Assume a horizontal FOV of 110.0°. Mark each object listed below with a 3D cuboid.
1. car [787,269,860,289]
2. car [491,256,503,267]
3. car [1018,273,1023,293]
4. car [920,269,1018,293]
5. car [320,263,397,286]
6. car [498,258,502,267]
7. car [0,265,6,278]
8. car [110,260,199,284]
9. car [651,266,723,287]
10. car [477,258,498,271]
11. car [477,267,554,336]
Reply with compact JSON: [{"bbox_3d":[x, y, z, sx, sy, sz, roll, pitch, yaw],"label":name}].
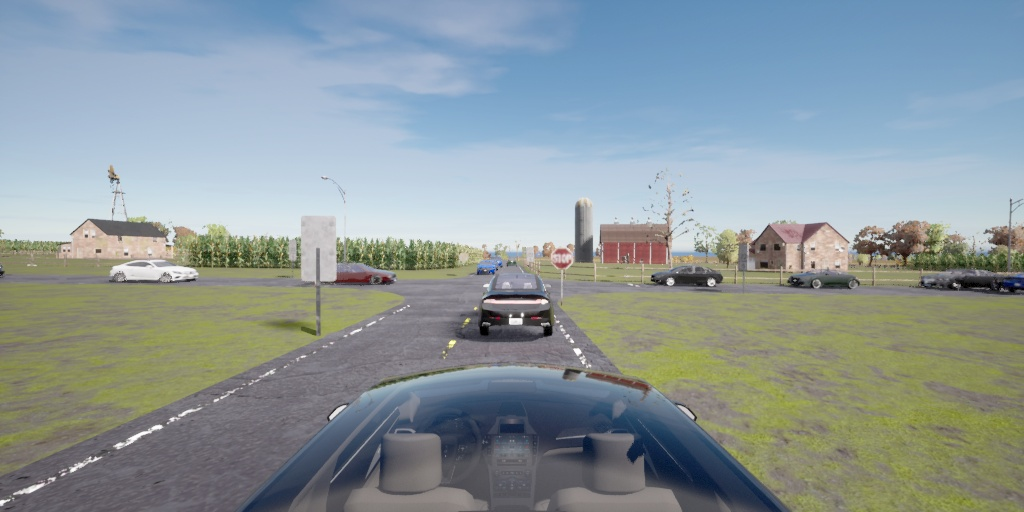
[{"bbox_3d":[22.719,1.642,26.258,4.181,1.385,1.994,1,1,0],"label":"car"},{"bbox_3d":[-2.788,1.024,62.637,2.150,2.045,5.566,0,0,1],"label":"car"},{"bbox_3d":[35.380,1.756,23.354,5.008,1.535,1.882,1,1,0],"label":"car"},{"bbox_3d":[32.963,1.706,26.288,4.902,1.511,2.128,1,1,0],"label":"car"},{"bbox_3d":[-10.430,1.183,23.592,5.357,1.411,2.033,1,1,-6],"label":"car"},{"bbox_3d":[-2.824,1.330,50.505,2.033,1.411,5.357,0,0,0],"label":"car"},{"bbox_3d":[-35.950,0.752,23.119,4.902,1.511,2.128,1,1,0],"label":"car"},{"bbox_3d":[-23.053,0.980,23.151,4.674,1.442,1.812,1,1,0],"label":"car"},{"bbox_3d":[12.737,1.444,26.273,4.892,1.490,1.837,1,1,1],"label":"car"},{"bbox_3d":[-2.814,1.247,39.878,1.882,1.535,5.008,0,0,-1],"label":"car"},{"bbox_3d":[0.142,1.242,10.388,2.128,1.511,4.902,0,0,1],"label":"car"}]
